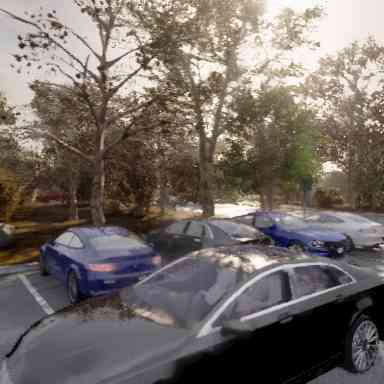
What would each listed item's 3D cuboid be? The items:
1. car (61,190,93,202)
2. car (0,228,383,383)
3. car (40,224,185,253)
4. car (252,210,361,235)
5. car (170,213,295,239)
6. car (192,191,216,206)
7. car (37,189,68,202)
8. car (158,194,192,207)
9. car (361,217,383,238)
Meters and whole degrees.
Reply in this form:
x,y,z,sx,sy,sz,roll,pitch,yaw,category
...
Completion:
x,y,z,sx,sy,sz,roll,pitch,yaw,category
-17.437,0.597,50.602,4.553,1.767,2.097,0,1,-15,car
0.476,1.488,4.049,4.902,1.511,2.128,0,0,-34,car
-2.363,1.516,8.119,2.002,1.452,4.674,0,0,-35,car
2.962,1.468,11.931,2.097,1.535,5.008,0,0,-36,car
0.305,1.473,10.020,2.231,1.521,4.892,0,0,-36,car
0.688,0.638,43.245,2.150,2.045,5.566,-3,3,-38,car
-18.707,0.601,46.520,5.566,2.045,2.150,0,0,-31,car
-2.525,1.081,41.986,1.812,1.442,4.674,-3,3,-38,car
5.530,1.504,13.754,2.002,1.452,4.674,0,0,-36,car
